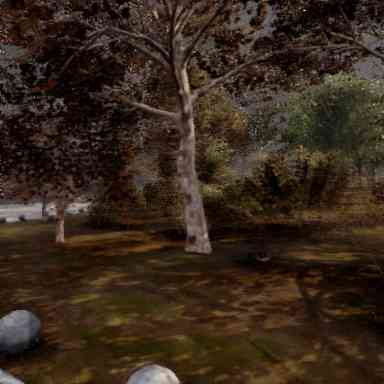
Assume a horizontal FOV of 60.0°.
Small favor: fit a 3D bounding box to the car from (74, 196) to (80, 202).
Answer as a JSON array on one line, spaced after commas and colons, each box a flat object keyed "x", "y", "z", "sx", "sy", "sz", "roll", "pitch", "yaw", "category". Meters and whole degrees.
[{"x": -20.155, "y": 1.119, "z": 61.060, "sx": 1.946, "sy": 1.575, "sz": 5.366, "roll": -1, "pitch": 3, "yaw": 32, "category": "car"}]
